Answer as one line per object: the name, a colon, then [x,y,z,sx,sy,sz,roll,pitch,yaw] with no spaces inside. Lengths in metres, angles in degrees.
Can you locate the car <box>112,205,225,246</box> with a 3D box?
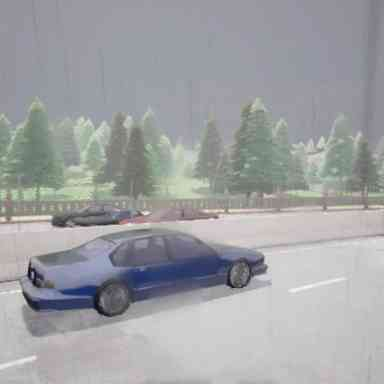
car: [-1.028,1.444,15.713,5.008,1.535,1.882,0,0,-32]

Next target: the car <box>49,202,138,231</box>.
car: [-6.074,1.447,20.781,5.008,1.535,1.882,0,0,-33]

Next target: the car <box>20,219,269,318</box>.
car: [-0.770,1.533,7.387,5.357,1.411,2.033,0,0,-34]

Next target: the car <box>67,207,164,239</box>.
car: [-4.040,1.571,17.937,4.718,1.301,1.895,0,0,-33]
